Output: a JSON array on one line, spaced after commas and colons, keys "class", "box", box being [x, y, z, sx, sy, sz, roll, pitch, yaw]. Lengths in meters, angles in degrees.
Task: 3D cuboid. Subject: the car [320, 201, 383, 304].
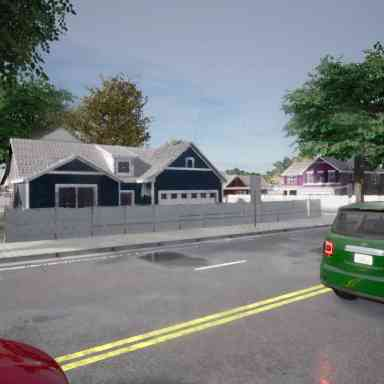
[{"class": "car", "box": [5.067, 1.210, 7.098, 5.566, 2.045, 2.150, 0, 0, -35]}]

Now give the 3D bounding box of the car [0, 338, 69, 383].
[{"class": "car", "box": [-3.054, 1.476, 1.263, 5.008, 1.535, 1.882, 0, 0, -35]}]
